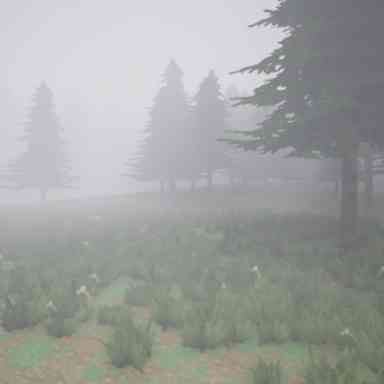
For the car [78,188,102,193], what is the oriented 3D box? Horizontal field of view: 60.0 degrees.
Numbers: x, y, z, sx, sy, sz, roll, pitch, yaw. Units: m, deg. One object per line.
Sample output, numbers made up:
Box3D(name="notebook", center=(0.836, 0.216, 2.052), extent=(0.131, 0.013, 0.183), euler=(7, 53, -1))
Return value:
Box3D(name="car", center=(-14.994, 0.198, 49.074), extent=(1.882, 1.535, 5.008), euler=(1, 5, 45))
